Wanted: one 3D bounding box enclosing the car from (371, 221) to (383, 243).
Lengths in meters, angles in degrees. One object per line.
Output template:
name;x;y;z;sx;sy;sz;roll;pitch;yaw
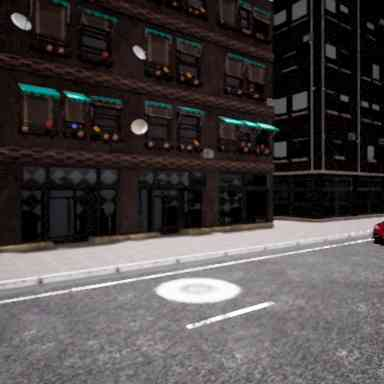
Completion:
car;9.744;1.528;14.620;4.181;1.385;1.994;0;0;-35
